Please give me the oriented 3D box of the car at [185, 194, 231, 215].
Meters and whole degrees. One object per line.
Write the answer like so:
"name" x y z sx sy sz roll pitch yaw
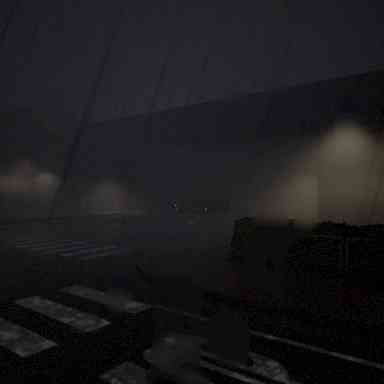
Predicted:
"car" 2.048 1.214 34.556 2.150 2.045 5.566 0 0 36

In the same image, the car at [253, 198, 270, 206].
"car" 11.586 1.592 53.726 1.895 1.301 4.718 0 0 36

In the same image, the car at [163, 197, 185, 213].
"car" -1.098 1.345 36.172 2.097 1.767 4.553 0 0 36

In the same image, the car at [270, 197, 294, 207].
"car" 14.368 1.508 51.602 1.837 1.490 4.892 0 0 36
